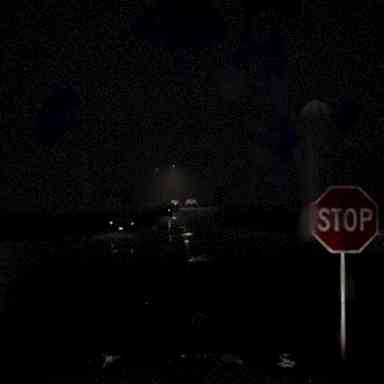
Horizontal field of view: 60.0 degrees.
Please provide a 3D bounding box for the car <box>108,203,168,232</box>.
[{"bbox_3d":[-3.562,1.715,22.033,2.033,1.411,5.357,1,1,13],"label":"car"}]

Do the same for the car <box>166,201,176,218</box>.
[{"bbox_3d":[-2.916,1.870,34.028,1.895,1.301,4.718,0,-1,0],"label":"car"}]

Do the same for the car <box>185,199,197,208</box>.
[{"bbox_3d":[-0.124,2.096,61.018,2.097,1.767,4.553,0,-1,0],"label":"car"}]

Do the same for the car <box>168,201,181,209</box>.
[{"bbox_3d":[-2.904,2.239,57.424,1.994,1.385,4.181,0,-1,1],"label":"car"}]

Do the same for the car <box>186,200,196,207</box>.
[{"bbox_3d":[-0.144,2.456,71.043,2.033,1.411,5.357,0,-1,0],"label":"car"}]

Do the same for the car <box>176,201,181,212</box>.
[{"bbox_3d":[-2.929,1.970,47.014,2.128,1.511,4.902,0,-1,0],"label":"car"}]
